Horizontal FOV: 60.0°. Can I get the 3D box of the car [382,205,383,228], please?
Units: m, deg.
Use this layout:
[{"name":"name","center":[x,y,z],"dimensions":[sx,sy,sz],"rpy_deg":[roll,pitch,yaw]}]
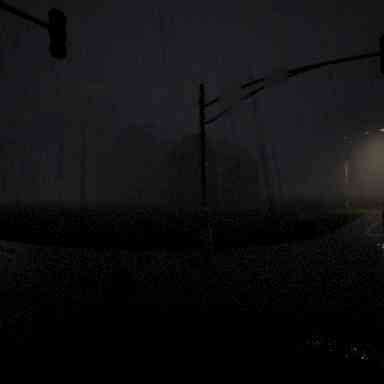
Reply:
[{"name":"car","center":[12.106,1.063,18.798],"dimensions":[2.097,1.767,4.553],"rpy_deg":[-1,0,34]}]
